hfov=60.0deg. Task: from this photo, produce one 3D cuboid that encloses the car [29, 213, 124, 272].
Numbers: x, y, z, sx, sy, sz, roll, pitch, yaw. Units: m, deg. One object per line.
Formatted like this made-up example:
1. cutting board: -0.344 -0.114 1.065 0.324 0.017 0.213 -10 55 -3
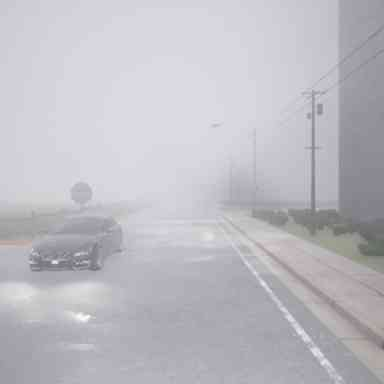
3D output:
1. car: -3.504 1.524 10.928 1.837 1.490 4.892 0 0 0
